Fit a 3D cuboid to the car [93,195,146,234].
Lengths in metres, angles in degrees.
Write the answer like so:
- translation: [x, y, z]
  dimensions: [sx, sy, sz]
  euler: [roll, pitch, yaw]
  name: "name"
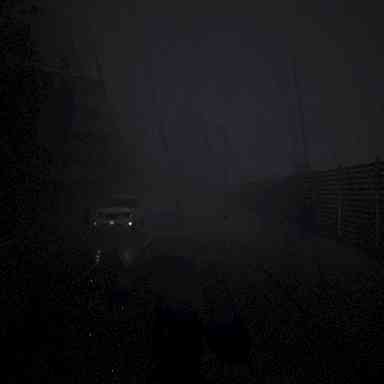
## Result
- translation: [-4.102, 1.224, 19.764]
  dimensions: [2.150, 2.045, 5.566]
  euler: [0, 0, 0]
  name: "car"
